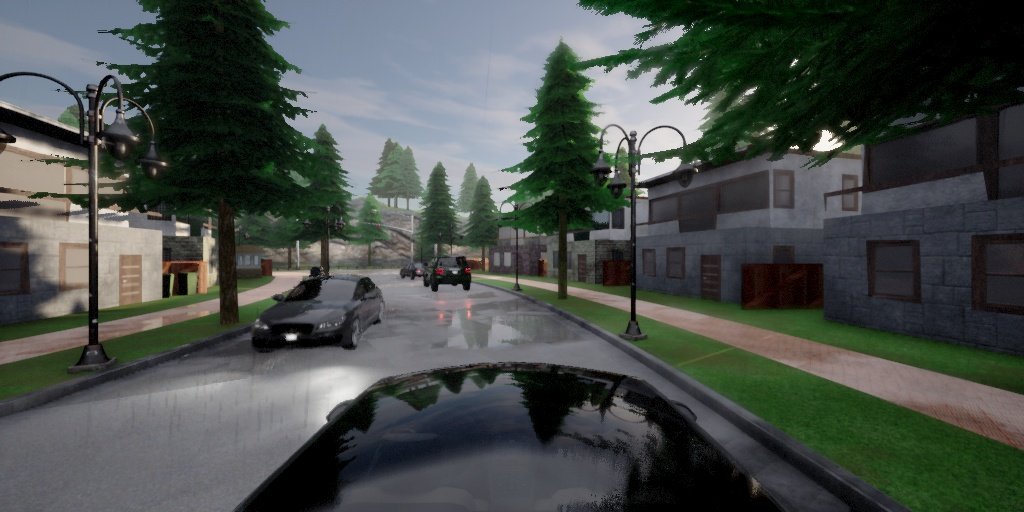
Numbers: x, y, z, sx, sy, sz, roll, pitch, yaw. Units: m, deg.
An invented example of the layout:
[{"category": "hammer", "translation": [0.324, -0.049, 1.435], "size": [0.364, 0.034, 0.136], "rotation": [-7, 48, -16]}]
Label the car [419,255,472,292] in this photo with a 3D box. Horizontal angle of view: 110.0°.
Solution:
[{"category": "car", "translation": [-4.057, 0.972, 21.908], "size": [2.150, 2.045, 5.566], "rotation": [0, 0, -21]}]

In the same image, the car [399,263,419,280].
[{"category": "car", "translation": [-8.355, 1.297, 31.465], "size": [2.033, 1.411, 5.357], "rotation": [0, 0, -32]}]

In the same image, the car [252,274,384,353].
[{"category": "car", "translation": [-4.487, 1.255, 9.033], "size": [1.837, 1.490, 4.892], "rotation": [0, 0, -10]}]
